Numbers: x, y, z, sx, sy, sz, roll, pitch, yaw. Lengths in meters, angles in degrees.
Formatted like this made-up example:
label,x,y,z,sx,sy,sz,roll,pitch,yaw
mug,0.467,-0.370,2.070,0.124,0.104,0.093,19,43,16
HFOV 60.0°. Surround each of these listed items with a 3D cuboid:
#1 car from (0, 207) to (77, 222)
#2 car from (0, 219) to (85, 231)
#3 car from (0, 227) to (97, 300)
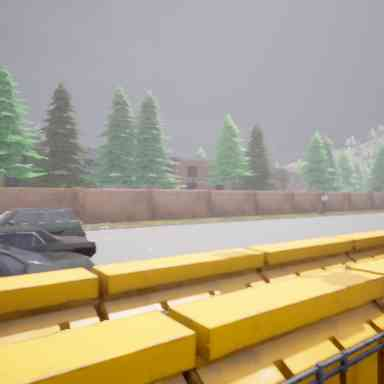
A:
label,x,y,z,sx,sy,sz,roll,pitch,yaw
car,-6.352,1.368,12.350,4.553,1.767,2.097,1,0,-36
car,-5.143,1.607,8.913,4.718,1.301,1.895,1,0,-36
car,-4.217,1.543,5.271,5.357,1.411,2.033,1,0,-36
